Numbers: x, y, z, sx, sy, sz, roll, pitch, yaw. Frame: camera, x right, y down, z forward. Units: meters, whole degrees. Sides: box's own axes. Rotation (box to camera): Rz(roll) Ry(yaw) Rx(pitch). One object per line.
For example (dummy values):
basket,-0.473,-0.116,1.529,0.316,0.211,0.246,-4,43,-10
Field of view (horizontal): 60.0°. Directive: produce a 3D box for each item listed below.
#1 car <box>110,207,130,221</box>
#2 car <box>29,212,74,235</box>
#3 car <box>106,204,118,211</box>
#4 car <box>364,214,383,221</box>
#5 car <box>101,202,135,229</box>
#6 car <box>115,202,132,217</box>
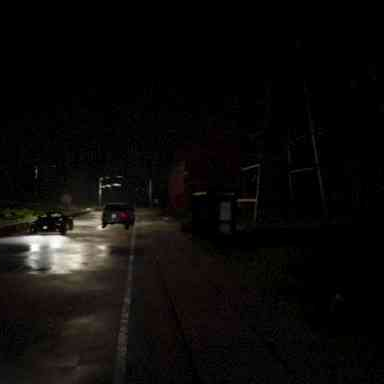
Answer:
car,-8.329,2.557,38.730,1.994,1.385,4.181,2,-2,-9
car,-9.181,2.025,22.067,1.994,1.385,4.181,2,-2,-9
car,-17.702,3.372,73.734,2.033,1.411,5.357,2,-2,-9
car,19.947,3.115,35.628,1.816,1.474,4.193,2,-2,-10
car,-6.151,1.944,28.069,2.150,2.045,5.566,2,-1,-4
car,-10.151,2.506,49.612,2.150,2.045,5.566,2,-1,-9
